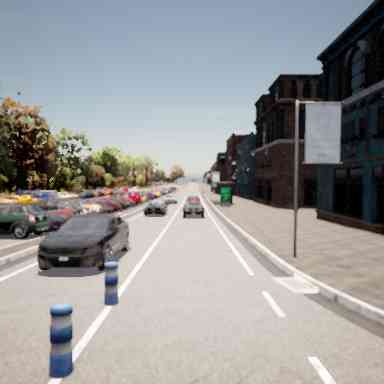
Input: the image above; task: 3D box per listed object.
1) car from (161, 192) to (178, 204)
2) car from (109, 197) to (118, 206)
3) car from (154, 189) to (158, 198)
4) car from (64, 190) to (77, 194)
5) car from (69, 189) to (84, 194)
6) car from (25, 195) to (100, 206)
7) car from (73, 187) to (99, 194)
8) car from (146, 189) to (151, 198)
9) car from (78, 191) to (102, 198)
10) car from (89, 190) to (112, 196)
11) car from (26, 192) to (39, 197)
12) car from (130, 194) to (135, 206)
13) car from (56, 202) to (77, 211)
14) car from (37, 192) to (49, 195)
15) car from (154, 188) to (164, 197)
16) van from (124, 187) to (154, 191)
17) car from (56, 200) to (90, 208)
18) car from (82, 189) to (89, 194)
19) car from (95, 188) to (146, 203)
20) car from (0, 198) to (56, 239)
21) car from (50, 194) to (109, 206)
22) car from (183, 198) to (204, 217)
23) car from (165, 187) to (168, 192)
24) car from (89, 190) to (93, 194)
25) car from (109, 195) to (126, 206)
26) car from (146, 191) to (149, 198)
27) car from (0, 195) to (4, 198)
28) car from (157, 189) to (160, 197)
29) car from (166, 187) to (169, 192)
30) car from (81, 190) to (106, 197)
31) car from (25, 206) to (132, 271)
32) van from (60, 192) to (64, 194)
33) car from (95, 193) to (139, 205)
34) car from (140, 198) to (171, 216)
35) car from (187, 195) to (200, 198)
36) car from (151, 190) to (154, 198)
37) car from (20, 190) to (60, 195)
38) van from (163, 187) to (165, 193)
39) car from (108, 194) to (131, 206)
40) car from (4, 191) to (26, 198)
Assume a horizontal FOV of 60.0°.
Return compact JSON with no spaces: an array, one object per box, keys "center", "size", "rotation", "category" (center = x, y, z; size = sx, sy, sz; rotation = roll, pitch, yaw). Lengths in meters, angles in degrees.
[{"center":[-3.142,1.134,50.885],"size":[1.895,1.301,4.718],"rotation":[0,1,0],"category":"car"},{"center":[-9.689,1.468,30.880],"size":[4.674,1.452,2.002],"rotation":[0,1,1],"category":"car"},{"center":[-9.362,0.744,61.504],"size":[5.008,1.535,2.097],"rotation":[0,1,1],"category":"car"},{"center":[-22.499,0.881,56.046],"size":[4.674,1.452,2.002],"rotation":[0,1,1],"category":"car"},{"center":[-22.472,0.772,58.829],"size":[5.008,1.535,2.097],"rotation":[0,1,1],"category":"car"},{"center":[-9.776,1.356,25.311],"size":[4.553,1.767,2.185],"rotation":[0,0,1],"category":"car"},{"center":[-22.348,0.313,67.175],"size":[5.566,2.045,2.435],"rotation":[0,1,1],"category":"car"},{"center":[-9.416,0.828,53.028],"size":[4.553,1.767,2.185],"rotation":[0,1,1],"category":"car"},{"center":[-22.320,0.462,72.750],"size":[4.674,1.452,2.002],"rotation":[0,1,1],"category":"car"},{"center":[-22.232,0.207,81.100],"size":[5.008,1.535,2.097],"rotation":[0,1,1],"category":"car"},{"center":[-22.642,1.184,42.002],"size":[5.008,1.535,2.097],"rotation":[0,1,1],"category":"car"},{"center":[-9.567,1.315,39.244],"size":[4.792,1.488,2.163],"rotation":[0,1,1],"category":"car"},{"center":[-9.776,1.530,19.737],"size":[4.792,1.488,2.163],"rotation":[0,0,1],"category":"car"},{"center":[-22.801,1.109,44.911],"size":[5.366,1.575,1.946],"rotation":[0,1,1],"category":"car"},{"center":[-9.082,0.533,69.849],"size":[5.366,1.575,1.946],"rotation":[0,1,1],"category":"car"},{"center":[-9.503,0.588,58.717],"size":[4.442,1.987,1.878],"rotation":[0,1,1],"category":"van"},{"center":[-9.804,1.525,22.525],"size":[4.792,1.488,2.163],"rotation":[0,0,1],"category":"car"},{"center":[-22.443,0.704,61.614],"size":[4.892,1.521,2.231],"rotation":[0,1,1],"category":"car"},{"center":[-9.564,0.903,44.804],"size":[5.566,2.045,2.435],"rotation":[0,1,1],"category":"car"},{"center":[-9.803,1.371,16.949],"size":[4.553,1.767,2.185],"rotation":[0,0,1],"category":"car"},{"center":[-9.746,1.334,28.091],"size":[4.553,1.767,2.185],"rotation":[0,1,1],"category":"car"},{"center":[0.145,1.512,30.526],"size":[1.895,1.301,4.718],"rotation":[0,1,0],"category":"car"},{"center":[-9.121,0.217,83.764],"size":[4.674,1.452,2.002],"rotation":[0,1,1],"category":"car"},{"center":[-22.435,0.663,64.396],"size":[4.792,1.488,2.163],"rotation":[0,1,1],"category":"car"},{"center":[-9.650,1.389,33.668],"size":[5.008,1.535,2.097],"rotation":[0,1,1],"category":"car"},{"center":[-9.662,1.015,50.376],"size":[5.366,1.575,1.946],"rotation":[0,1,1],"category":"car"},{"center":[-22.764,1.097,33.634],"size":[5.566,2.045,2.435],"rotation":[0,1,1],"category":"car"},{"center":[-9.322,0.675,64.286],"size":[5.008,1.535,2.097],"rotation":[0,1,1],"category":"car"},{"center":[-9.057,-0.021,86.541],"size":[4.553,1.767,2.185],"rotation":[0,2,1],"category":"car"},{"center":[-22.282,0.351,75.533],"size":[5.008,1.535,2.097],"rotation":[0,1,1],"category":"car"},{"center":[-3.335,1.467,11.139],"size":[1.882,1.535,5.008],"rotation":[0,0,0],"category":"car"},{"center":[-22.439,0.751,50.471],"size":[4.442,1.987,1.878],"rotation":[0,1,1],"category":"van"},{"center":[-9.564,1.263,42.029],"size":[4.674,1.452,2.002],"rotation":[0,1,1],"category":"car"},{"center":[-3.304,1.498,30.864],"size":[1.895,1.301,4.718],"rotation":[0,1,0],"category":"car"},{"center":[0.196,1.143,48.155],"size":[1.994,1.385,4.181],"rotation":[0,1,0],"category":"car"},{"center":[-9.423,0.884,55.939],"size":[4.892,1.521,2.231],"rotation":[0,1,1],"category":"car"},{"center":[-22.557,0.794,47.687],"size":[5.566,2.045,2.435],"rotation":[0,1,1],"category":"car"},{"center":[-9.090,0.170,75.346],"size":[4.442,1.987,1.878],"rotation":[0,1,1],"category":"van"},{"center":[-9.621,1.341,36.457],"size":[5.008,1.535,2.097],"rotation":[0,1,1],"category":"car"},{"center":[-22.708,1.121,39.215],"size":[4.553,1.767,2.185],"rotation":[0,1,1],"category":"car"}]
